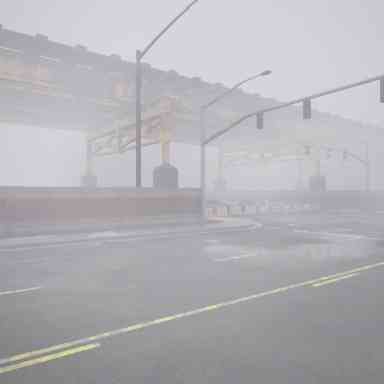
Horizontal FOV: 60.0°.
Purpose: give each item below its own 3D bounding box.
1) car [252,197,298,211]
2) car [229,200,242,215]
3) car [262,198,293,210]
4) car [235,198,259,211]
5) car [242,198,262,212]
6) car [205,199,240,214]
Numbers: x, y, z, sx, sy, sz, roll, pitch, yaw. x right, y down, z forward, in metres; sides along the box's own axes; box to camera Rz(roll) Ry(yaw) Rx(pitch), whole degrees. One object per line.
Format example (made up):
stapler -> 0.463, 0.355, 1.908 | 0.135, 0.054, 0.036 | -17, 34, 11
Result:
car -> 9.978, 1.453, 40.136 | 4.974, 1.542, 2.038 | 0, 0, -7
car -> 2.321, 1.453, 33.693 | 4.974, 1.542, 2.038 | 0, 0, 8
car -> 9.926, 1.295, 40.130 | 4.536, 1.218, 1.853 | 0, 0, -7
car -> 6.083, 1.295, 36.427 | 1.853, 1.218, 4.536 | 0, 0, 18
car -> 6.067, 1.453, 36.377 | 2.038, 1.542, 4.974 | 0, 0, 18
car -> 2.270, 1.295, 33.700 | 4.536, 1.218, 1.853 | 0, 0, 8
